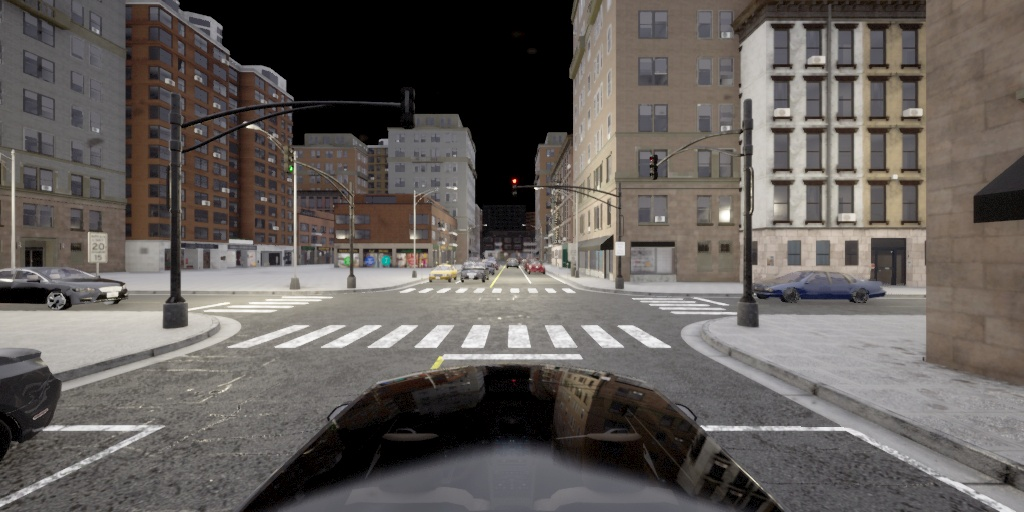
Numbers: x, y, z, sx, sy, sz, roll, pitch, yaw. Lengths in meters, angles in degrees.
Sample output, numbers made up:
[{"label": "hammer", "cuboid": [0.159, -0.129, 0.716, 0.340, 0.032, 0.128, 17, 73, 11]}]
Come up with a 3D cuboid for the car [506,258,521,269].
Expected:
[{"label": "car", "cuboid": [0.100, 1.317, 58.619, 1.994, 1.385, 4.181, 0, 0, 1]}]

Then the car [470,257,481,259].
[{"label": "car", "cuboid": [-5.383, 1.067, 51.215, 2.192, 1.841, 5.009, 0, 0, 0]}]

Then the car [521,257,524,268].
[{"label": "car", "cuboid": [2.642, 1.066, 45.552, 2.192, 1.841, 5.009, 0, 0, 0]}]

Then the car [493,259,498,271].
[{"label": "car", "cuboid": [-2.841, 1.315, 38.120, 1.994, 1.385, 4.181, 0, 0, 0]}]

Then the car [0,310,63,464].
[{"label": "car", "cuboid": [-5.388, 1.300, 1.721, 2.007, 1.370, 4.403, 0, 0, 0]}]

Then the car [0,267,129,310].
[{"label": "car", "cuboid": [-17.281, 1.162, 13.387, 4.902, 1.511, 2.128, 0, 0, 2]}]

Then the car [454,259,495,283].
[{"label": "car", "cuboid": [-2.833, 1.242, 28.219, 2.128, 1.511, 4.902, 0, 0, 2]}]

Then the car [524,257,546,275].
[{"label": "car", "cuboid": [2.641, 1.191, 39.890, 1.967, 1.591, 4.097, 0, 0, 0]}]

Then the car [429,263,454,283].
[{"label": "car", "cuboid": [-5.385, 1.276, 28.397, 1.751, 1.417, 4.829, 0, 0, 0]}]

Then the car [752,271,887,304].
[{"label": "car", "cuboid": [13.679, 1.374, 16.346, 5.357, 1.411, 2.033, 0, 0, 0]}]

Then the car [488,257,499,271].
[{"label": "car", "cuboid": [-2.830, 1.278, 49.204, 1.812, 1.442, 4.674, 0, 0, 0]}]
